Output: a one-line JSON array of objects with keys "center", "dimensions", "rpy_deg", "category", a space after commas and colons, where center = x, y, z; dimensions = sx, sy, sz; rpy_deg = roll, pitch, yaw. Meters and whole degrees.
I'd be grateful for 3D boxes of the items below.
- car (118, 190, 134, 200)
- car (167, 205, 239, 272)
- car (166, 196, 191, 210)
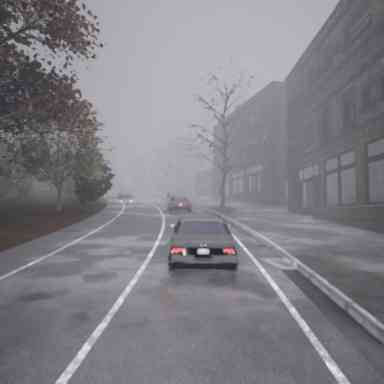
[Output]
[{"center": [-10.290, 0.415, 51.410], "dimensions": [1.812, 1.442, 4.674], "rpy_deg": [2, 0, -20], "category": "car"}, {"center": [0.271, 1.366, 10.167], "dimensions": [2.033, 1.411, 5.357], "rpy_deg": [0, 1, 0], "category": "car"}, {"center": [-1.242, 1.001, 29.919], "dimensions": [1.994, 1.385, 4.181], "rpy_deg": [1, 1, -8], "category": "car"}]
